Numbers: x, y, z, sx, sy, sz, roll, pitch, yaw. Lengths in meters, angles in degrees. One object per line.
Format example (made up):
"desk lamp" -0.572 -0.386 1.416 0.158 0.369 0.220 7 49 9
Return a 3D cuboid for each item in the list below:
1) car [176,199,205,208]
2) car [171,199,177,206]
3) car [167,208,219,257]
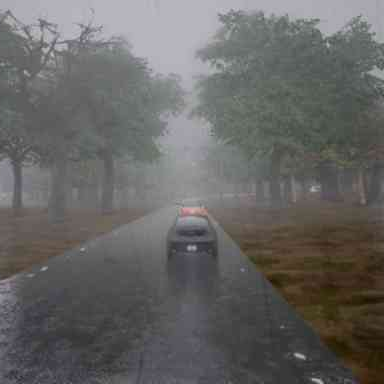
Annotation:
"car" 0.022 1.585 28.405 2.097 1.767 4.553 0 -1 0
"car" -3.024 2.048 64.555 1.994 1.385 4.181 0 0 1
"car" 0.021 1.622 13.513 1.837 1.490 4.892 0 0 0
